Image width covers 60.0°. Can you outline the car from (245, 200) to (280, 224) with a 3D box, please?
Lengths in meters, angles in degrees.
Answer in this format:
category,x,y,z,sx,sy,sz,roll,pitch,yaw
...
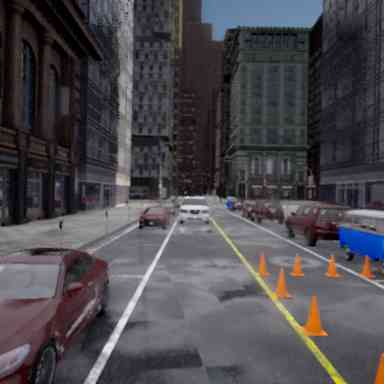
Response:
category,x,y,z,sx,sy,sz,roll,pitch,yaw
car,6.130,1.581,27.555,2.192,1.841,5.009,1,0,0

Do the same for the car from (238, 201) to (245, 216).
category,x,y,z,sx,sy,sz,roll,pitch,yaw
car,6.119,1.732,33.203,1.967,1.590,4.097,1,0,0

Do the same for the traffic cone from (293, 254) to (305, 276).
category,x,y,z,sx,sy,sz,roll,pitch,yaw
traffic cone,3.021,2.067,9.530,0.340,0.580,0.340,1,0,0

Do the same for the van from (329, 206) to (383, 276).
category,x,y,z,sx,sy,sz,roll,pitch,yaw
van,6.156,1.519,10.608,1.690,1.788,3.998,1,0,0

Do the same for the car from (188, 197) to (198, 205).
category,x,y,z,sx,sy,sz,roll,pitch,yaw
car,0.218,1.748,63.497,1.895,1.301,4.718,1,0,0

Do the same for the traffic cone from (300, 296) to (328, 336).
category,x,y,z,sx,sy,sz,roll,pitch,yaw
traffic cone,2.028,2.026,5.528,0.340,0.580,0.340,1,0,0

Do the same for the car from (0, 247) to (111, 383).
category,x,y,z,sx,sy,sz,roll,pitch,yaw
car,-2.361,1.564,4.942,1.802,1.307,4.206,1,0,0

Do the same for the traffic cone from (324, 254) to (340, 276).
category,x,y,z,sx,sy,sz,roll,pitch,yaw
traffic cone,4.020,2.086,9.531,0.340,0.580,0.340,1,0,0

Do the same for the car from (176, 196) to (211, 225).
category,x,y,z,sx,sy,sz,roll,pitch,yaw
car,0.195,1.362,25.588,2.150,2.045,5.566,1,0,0

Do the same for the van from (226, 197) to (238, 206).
category,x,y,z,sx,sy,sz,roll,pitch,yaw
van,6.093,1.705,50.150,1.690,1.788,3.998,1,0,0

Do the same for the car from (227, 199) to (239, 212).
category,x,y,z,sx,sy,sz,roll,pitch,yaw
car,6.099,1.923,44.500,1.802,1.307,4.206,1,0,0

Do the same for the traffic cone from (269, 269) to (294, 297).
category,x,y,z,sx,sy,sz,roll,pitch,yaw
traffic cone,2.025,2.037,7.528,0.340,0.580,0.340,1,0,0

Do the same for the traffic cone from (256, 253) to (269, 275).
category,x,y,z,sx,sy,sz,roll,pitch,yaw
traffic cone,2.021,2.048,9.528,0.340,0.580,0.340,1,0,0

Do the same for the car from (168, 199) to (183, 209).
category,x,y,z,sx,sy,sz,roll,pitch,yaw
car,-2.434,1.764,50.135,1.947,1.339,4.313,1,0,0

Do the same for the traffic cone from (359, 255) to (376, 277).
category,x,y,z,sx,sy,sz,roll,pitch,yaw
traffic cone,5.020,2.106,9.533,0.340,0.580,0.340,1,0,0

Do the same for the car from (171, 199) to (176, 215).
category,x,y,z,sx,sy,sz,roll,pitch,yaw
car,-2.407,1.708,33.187,1.802,1.307,4.206,1,0,0

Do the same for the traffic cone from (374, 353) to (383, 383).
category,x,y,z,sx,sy,sz,roll,pitch,yaw
traffic cone,2.031,2.015,3.528,0.340,0.580,0.340,1,0,0

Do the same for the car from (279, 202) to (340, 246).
category,x,y,z,sx,sy,sz,roll,pitch,yaw
car,6.148,1.524,16.257,2.192,1.841,5.009,1,0,0

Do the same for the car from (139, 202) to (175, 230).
category,x,y,z,sx,sy,sz,roll,pitch,yaw
car,-2.388,1.617,21.890,1.887,1.381,4.507,1,0,0
